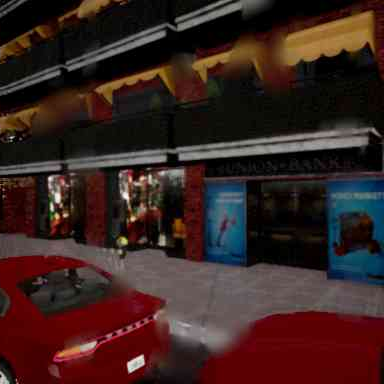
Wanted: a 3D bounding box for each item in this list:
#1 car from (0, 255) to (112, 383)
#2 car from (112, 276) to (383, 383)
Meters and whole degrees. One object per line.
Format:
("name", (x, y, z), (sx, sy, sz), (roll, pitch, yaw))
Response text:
("car", (-2.367, 1.556, 4.567), (4.507, 1.381, 1.887), (0, 0, 35))
("car", (2.244, 1.312, 1.282), (5.009, 1.841, 2.192), (0, 0, 35))
